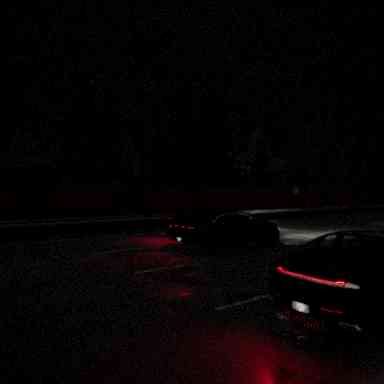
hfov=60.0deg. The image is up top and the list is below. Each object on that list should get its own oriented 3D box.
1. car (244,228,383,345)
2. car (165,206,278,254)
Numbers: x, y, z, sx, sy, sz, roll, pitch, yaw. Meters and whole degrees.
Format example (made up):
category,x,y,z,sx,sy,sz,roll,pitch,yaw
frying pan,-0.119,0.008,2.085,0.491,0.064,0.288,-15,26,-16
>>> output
category,x,y,z,sx,sy,sz,roll,pitch,yaw
car,3.561,1.490,6.329,4.902,1.511,2.128,0,0,-36
car,1.482,1.490,13.468,4.902,1.511,2.128,0,0,-36
